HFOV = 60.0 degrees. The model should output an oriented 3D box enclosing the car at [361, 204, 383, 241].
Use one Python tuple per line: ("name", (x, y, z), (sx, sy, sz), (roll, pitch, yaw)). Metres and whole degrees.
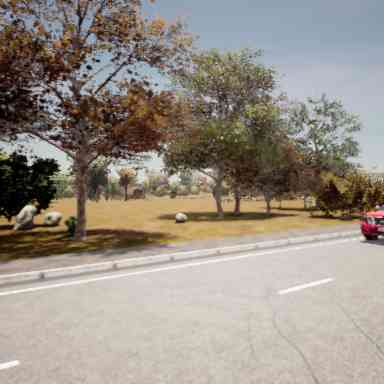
("car", (10.211, 1.225, 15.571), (5.566, 2.045, 2.150), (0, 0, -35))
